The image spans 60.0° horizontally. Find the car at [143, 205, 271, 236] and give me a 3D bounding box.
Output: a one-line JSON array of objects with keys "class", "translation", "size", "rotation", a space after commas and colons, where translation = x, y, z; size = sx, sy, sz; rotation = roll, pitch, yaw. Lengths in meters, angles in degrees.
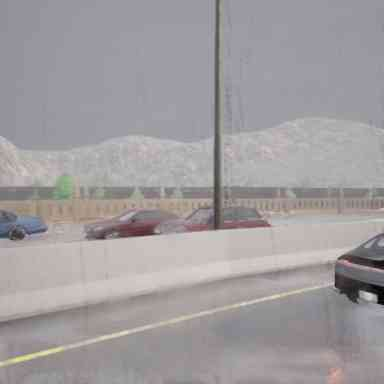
[{"class": "car", "translation": [0.789, 1.306, 12.501], "size": [4.553, 1.767, 2.097], "rotation": [0, 0, -30]}]

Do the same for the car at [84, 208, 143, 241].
[{"class": "car", "translation": [-2.338, 1.464, 14.733], "size": [4.674, 1.442, 1.812], "rotation": [0, 0, -31]}]

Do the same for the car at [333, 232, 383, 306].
[{"class": "car", "translation": [4.928, 1.478, 6.626], "size": [4.902, 1.511, 2.128], "rotation": [0, 0, -31]}]

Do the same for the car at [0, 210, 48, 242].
[{"class": "car", "translation": [-9.235, 1.468, 14.485], "size": [5.357, 1.411, 2.033], "rotation": [0, 0, -35]}]
